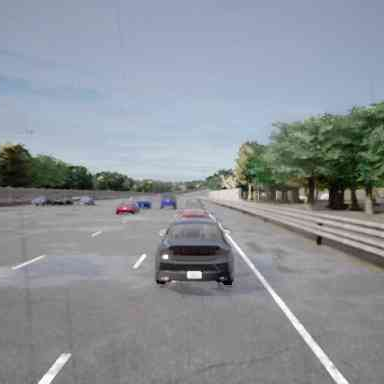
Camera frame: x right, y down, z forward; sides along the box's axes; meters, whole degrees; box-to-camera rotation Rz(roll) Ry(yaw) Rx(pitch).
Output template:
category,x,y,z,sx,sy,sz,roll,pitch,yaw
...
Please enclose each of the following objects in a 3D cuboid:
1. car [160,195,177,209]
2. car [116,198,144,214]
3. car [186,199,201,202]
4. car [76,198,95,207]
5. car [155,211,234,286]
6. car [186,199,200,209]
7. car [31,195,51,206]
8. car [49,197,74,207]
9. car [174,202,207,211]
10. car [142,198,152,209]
category,x,y,z,sx,sy,sz,roll,pitch,yaw
car,-3.396,1.402,48.635,2.150,2.045,5.566,0,-1,-1
car,-6.787,1.634,35.633,1.994,1.385,4.181,0,-1,0
car,0.134,1.577,27.642,1.837,1.490,4.892,0,0,0
car,-17.641,1.660,55.544,1.812,1.442,4.674,0,0,-1
car,0.062,1.499,9.409,1.837,1.490,4.892,0,0,0
car,0.103,1.731,48.332,1.812,1.442,4.674,0,-1,-2
car,-24.620,1.395,54.954,2.097,1.767,4.553,1,1,-1
car,-21.123,1.706,54.673,1.895,1.301,4.718,0,0,-1
car,0.119,1.555,19.889,1.812,1.442,4.674,0,0,0
car,-6.888,1.633,48.018,1.882,1.535,5.008,0,-1,-1
